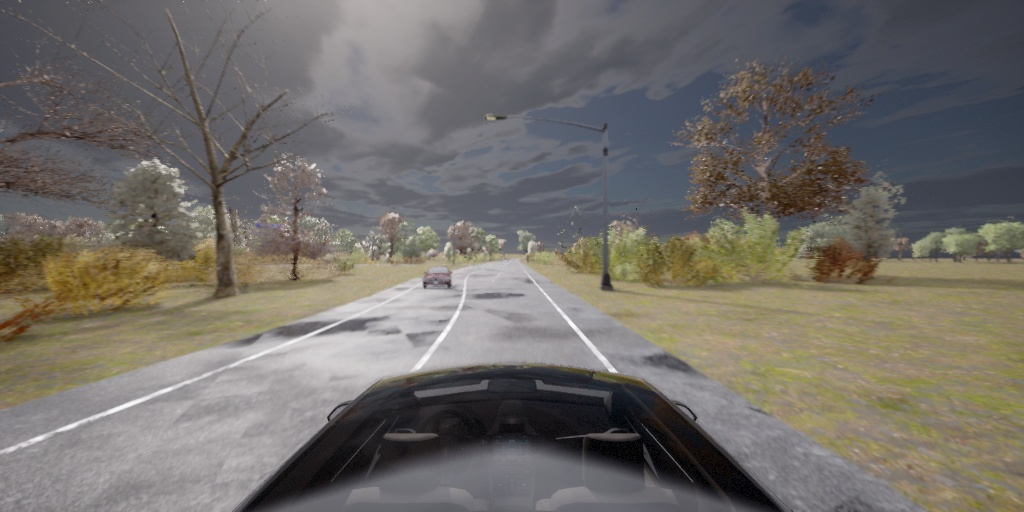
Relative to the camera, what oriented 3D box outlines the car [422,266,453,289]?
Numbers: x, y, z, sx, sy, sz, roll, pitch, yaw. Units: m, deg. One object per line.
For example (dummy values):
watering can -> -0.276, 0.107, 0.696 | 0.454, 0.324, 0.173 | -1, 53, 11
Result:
car -> -5.079, 1.432, 25.014 | 1.812, 1.442, 4.674 | 0, -1, -7
